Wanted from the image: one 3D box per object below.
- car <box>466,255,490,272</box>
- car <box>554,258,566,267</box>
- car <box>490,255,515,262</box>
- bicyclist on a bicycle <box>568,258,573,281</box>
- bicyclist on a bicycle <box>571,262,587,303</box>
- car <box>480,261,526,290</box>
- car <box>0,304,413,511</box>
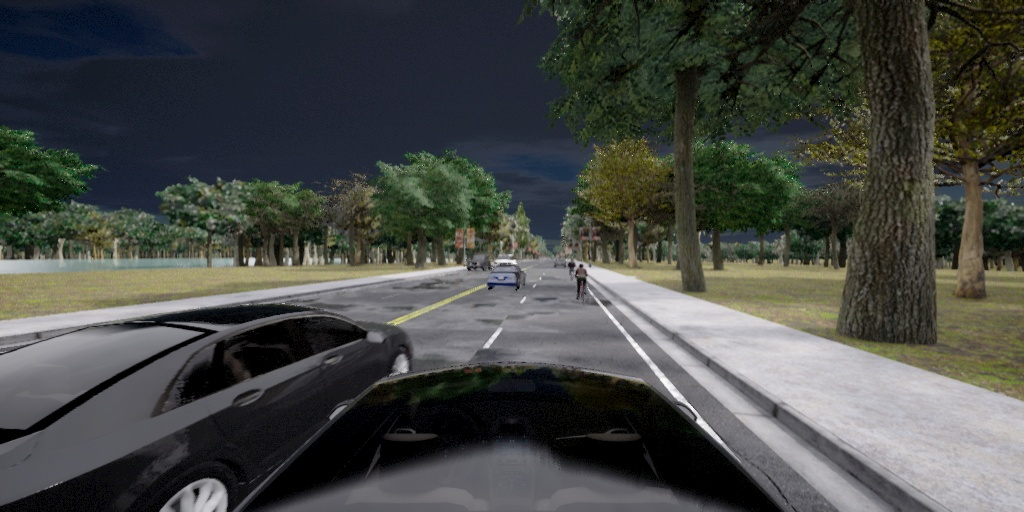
[{"bbox_3d":[-4.027,0.851,44.486,2.150,2.045,5.566,0,0,8],"label":"car"},{"bbox_3d":[8.028,1.094,59.914,2.128,1.511,4.902,0,0,8],"label":"car"},{"bbox_3d":[-0.805,0.853,44.070,2.150,2.045,5.566,0,0,8],"label":"car"},{"bbox_3d":[4.501,1.051,27.018,0.659,1.776,1.843,0,0,8],"label":"bicyclist on a bicycle"},{"bbox_3d":[2.958,1.167,15.291,0.582,1.620,1.656,0,0,8],"label":"bicyclist on a bicycle"},{"bbox_3d":[-0.246,1.242,21.931,2.033,1.411,5.357,0,0,8],"label":"car"},{"bbox_3d":[-2.651,1.250,3.635,1.837,1.490,4.892,0,0,8],"label":"car"}]
